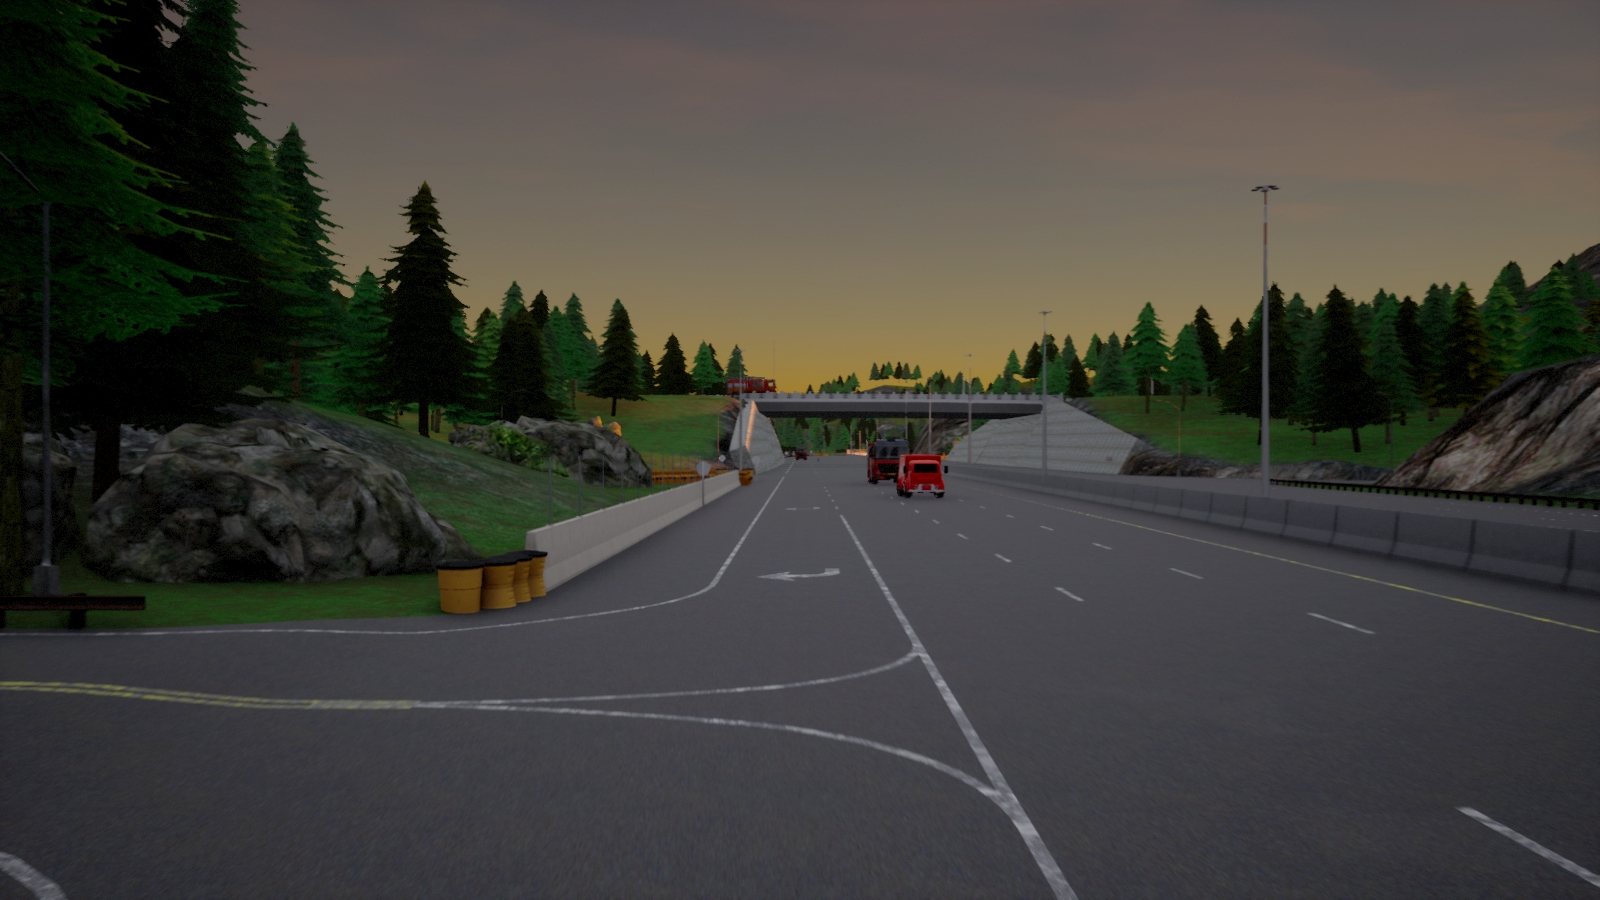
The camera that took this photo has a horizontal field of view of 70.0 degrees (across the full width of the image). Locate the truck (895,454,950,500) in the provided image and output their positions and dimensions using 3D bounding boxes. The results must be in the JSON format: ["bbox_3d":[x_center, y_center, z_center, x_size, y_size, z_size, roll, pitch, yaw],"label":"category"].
[{"bbox_3d":[7.030,1.508,66.083,2.627,2.467,5.204,0,1,0],"label":"truck"}]
